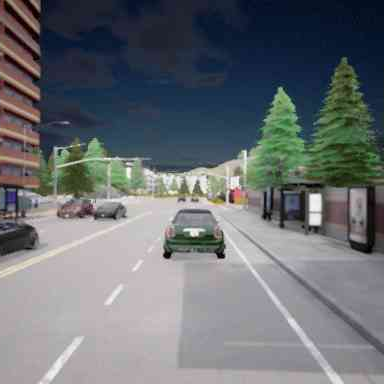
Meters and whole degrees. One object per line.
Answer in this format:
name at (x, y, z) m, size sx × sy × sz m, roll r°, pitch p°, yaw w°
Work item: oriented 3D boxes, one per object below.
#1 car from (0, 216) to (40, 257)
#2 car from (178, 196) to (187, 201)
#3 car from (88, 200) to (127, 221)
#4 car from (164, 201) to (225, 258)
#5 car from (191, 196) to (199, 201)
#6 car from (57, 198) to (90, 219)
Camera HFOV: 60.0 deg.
car at (-7.022, 1.550, 11.460) m, size 1.994 × 1.385 × 4.181 m, roll 1°, pitch 0°, yaw 0°
car at (-2.757, 1.951, 87.140) m, size 1.837 × 1.490 × 4.892 m, roll 1°, pitch 0°, yaw 1°
car at (-6.818, 1.558, 28.143) m, size 1.882 × 1.535 × 5.008 m, roll 1°, pitch 0°, yaw 1°
car at (0.097, 1.421, 13.225) m, size 2.097 × 1.767 × 4.553 m, roll 1°, pitch 0°, yaw 1°
car at (0.748, 1.847, 87.496) m, size 2.097 × 1.767 × 4.553 m, roll 1°, pitch 0°, yaw 1°
car at (-10.288, 1.402, 29.719) m, size 2.097 × 1.767 × 4.553 m, roll 1°, pitch 0°, yaw 1°
